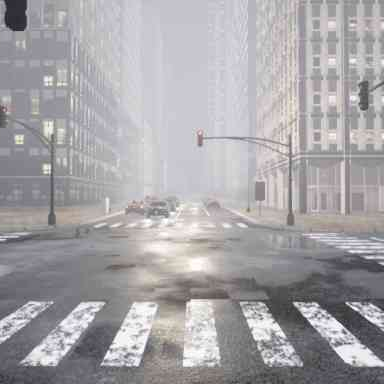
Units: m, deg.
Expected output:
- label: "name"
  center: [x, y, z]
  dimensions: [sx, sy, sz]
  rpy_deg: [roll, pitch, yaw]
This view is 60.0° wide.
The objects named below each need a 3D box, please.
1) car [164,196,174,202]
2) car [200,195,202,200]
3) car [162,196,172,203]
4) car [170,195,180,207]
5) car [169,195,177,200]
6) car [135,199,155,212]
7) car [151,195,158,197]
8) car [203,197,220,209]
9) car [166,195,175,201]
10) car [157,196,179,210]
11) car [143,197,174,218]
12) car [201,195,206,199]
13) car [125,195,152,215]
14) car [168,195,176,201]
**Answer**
- label: "car"
  center: [-5.365, 1.577, 78.398]
  dimensions: [2.008, 1.369, 4.403]
  rpy_deg: [1, 0, 0]
- label: "car"
  center: [2.948, 1.586, 61.709]
  dimensions: [1.947, 1.339, 4.313]
  rpy_deg: [1, 0, 0]
- label: "car"
  center: [-5.388, 1.569, 72.823]
  dimensions: [1.887, 1.381, 4.507]
  rpy_deg: [1, 0, 0]
- label: "car"
  center: [-2.896, 1.368, 49.858]
  dimensions: [2.097, 1.767, 4.553]
  rpy_deg: [0, 0, 0]
- label: "car"
  center: [-5.300, 1.599, 95.124]
  dimensions: [1.947, 1.339, 4.313]
  rpy_deg: [1, 0, 0]
- label: "car"
  center: [-5.521, 1.594, 39.372]
  dimensions: [1.802, 1.307, 4.206]
  rpy_deg: [1, 0, 0]
- label: "car"
  center: [-5.493, 1.330, 44.948]
  dimensions: [2.192, 1.841, 5.009]
  rpy_deg: [1, 0, 0]
- label: "car"
  center: [2.881, 1.596, 44.976]
  dimensions: [1.802, 1.307, 4.206]
  rpy_deg: [1, 0, 0]
- label: "car"
  center: [-5.344, 1.573, 83.973]
  dimensions: [1.887, 1.381, 4.507]
  rpy_deg: [1, 0, 0]
- label: "car"
  center: [-2.941, 1.517, 39.784]
  dimensions: [1.837, 1.490, 4.892]
  rpy_deg: [0, 0, 0]
- label: "car"
  center: [-2.979, 1.514, 30.335]
  dimensions: [1.837, 1.490, 4.892]
  rpy_deg: [0, 0, 0]
- label: "car"
  center: [2.928, 1.544, 56.302]
  dimensions: [1.752, 1.417, 4.829]
  rpy_deg: [1, 0, 0]
- label: "car"
  center: [-5.540, 1.451, 33.797]
  dimensions: [1.967, 1.590, 4.097]
  rpy_deg: [1, 0, 0]
- label: "car"
  center: [-5.321, 1.581, 89.548]
  dimensions: [2.008, 1.369, 4.403]
  rpy_deg: [1, 0, 0]
